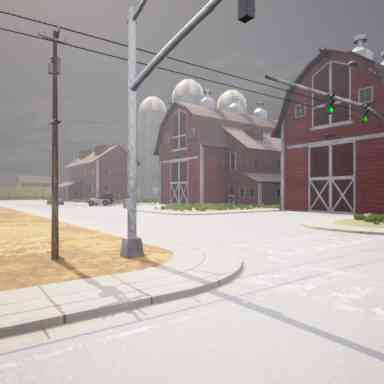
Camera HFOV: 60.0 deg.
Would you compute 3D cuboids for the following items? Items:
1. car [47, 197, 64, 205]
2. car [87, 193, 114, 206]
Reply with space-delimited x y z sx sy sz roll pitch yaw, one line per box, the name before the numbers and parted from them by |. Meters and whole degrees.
car | -23.266 1.537 56.583 1.994 1.385 4.181 0 0 -36
car | -13.797 1.117 50.595 3.866 1.878 1.905 -2 5 11
